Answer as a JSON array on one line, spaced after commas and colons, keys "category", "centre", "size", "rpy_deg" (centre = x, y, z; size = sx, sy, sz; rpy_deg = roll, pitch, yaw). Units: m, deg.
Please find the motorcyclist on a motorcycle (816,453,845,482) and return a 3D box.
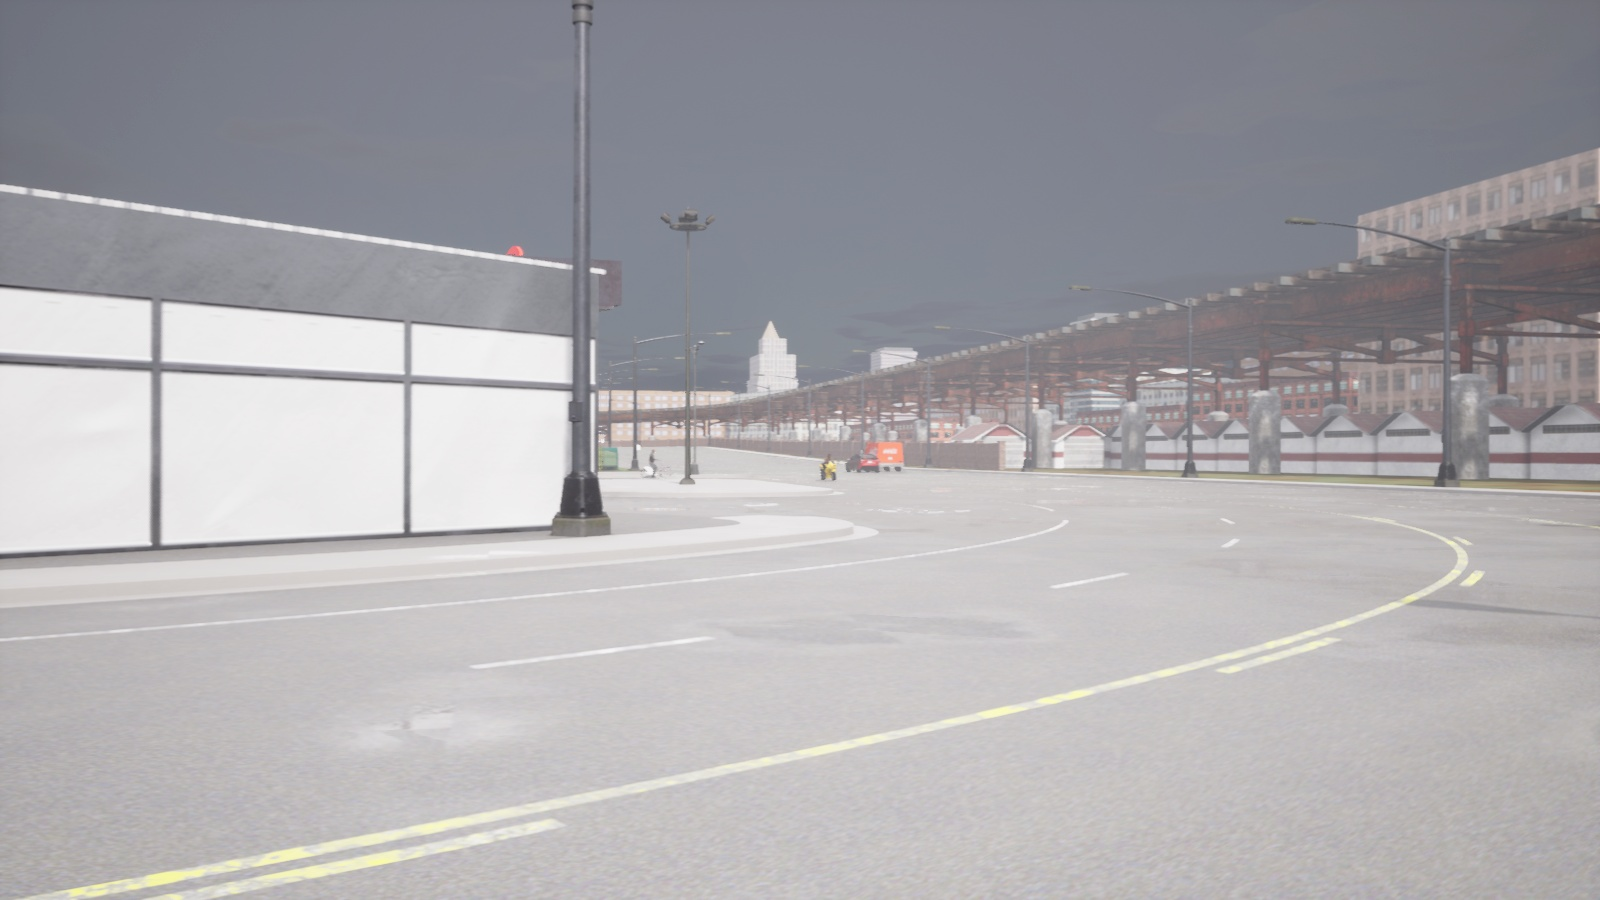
[{"category": "motorcyclist on a motorcycle", "centre": [1.640, 0.931, 67.925], "size": [0.797, 1.523, 2.044], "rpy_deg": [-2, 0, -22]}]
